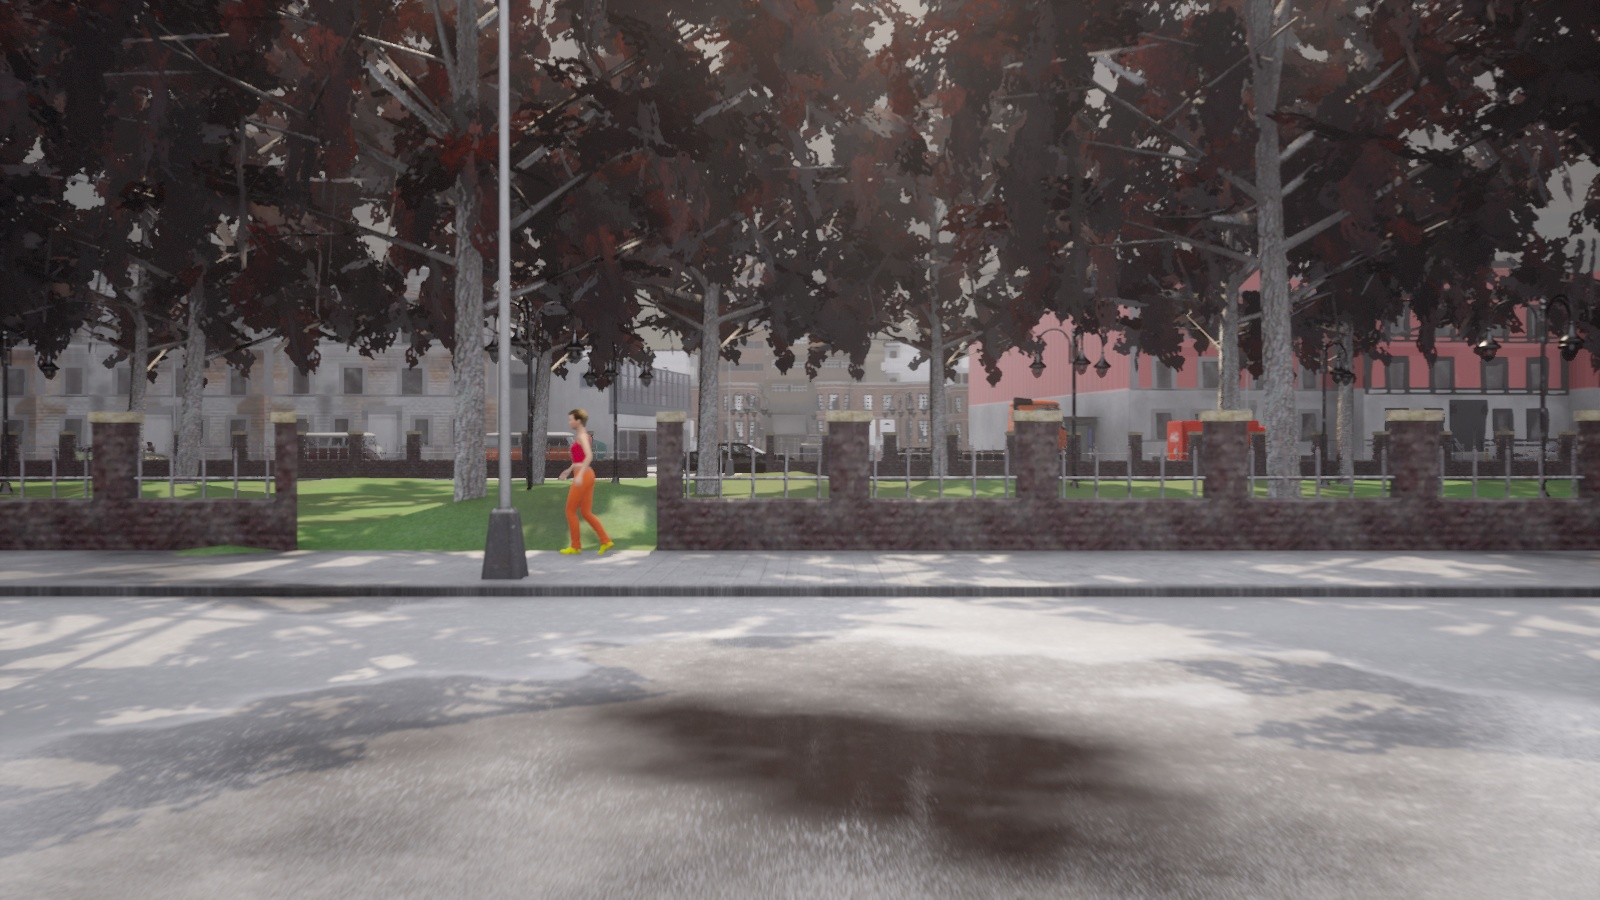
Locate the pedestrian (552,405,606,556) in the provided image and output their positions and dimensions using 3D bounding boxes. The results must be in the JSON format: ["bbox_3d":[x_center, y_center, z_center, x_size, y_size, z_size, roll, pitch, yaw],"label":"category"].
[{"bbox_3d":[-2.715,0.367,15.460,0.594,1.836,0.345,0,0,1],"label":"pedestrian"}]

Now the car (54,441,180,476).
[{"bbox_3d":[-30.281,0.362,55.748,4.514,1.525,2.007,0,0,1],"label":"car"}]

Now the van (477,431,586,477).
[{"bbox_3d":[-11.825,0.180,55.518,4.442,1.987,1.775,0,0,1],"label":"van"}]

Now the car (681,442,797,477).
[{"bbox_3d":[-2.645,0.410,55.396,5.008,1.535,1.882,0,0,1],"label":"car"}]

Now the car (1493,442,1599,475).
[{"bbox_3d":[35.561,0.391,58.896,4.902,1.511,2.128,0,0,1],"label":"car"}]

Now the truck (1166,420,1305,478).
[{"bbox_3d":[19.033,-0.040,55.098,5.204,2.467,2.627,0,0,1],"label":"truck"}]

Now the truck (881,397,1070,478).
[{"bbox_3d":[7.624,-0.542,55.250,7.936,3.462,2.891,0,0,1],"label":"truck"}]

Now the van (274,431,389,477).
[{"bbox_3d":[-20.713,0.174,55.631,4.442,1.987,1.775,0,0,1],"label":"van"}]
